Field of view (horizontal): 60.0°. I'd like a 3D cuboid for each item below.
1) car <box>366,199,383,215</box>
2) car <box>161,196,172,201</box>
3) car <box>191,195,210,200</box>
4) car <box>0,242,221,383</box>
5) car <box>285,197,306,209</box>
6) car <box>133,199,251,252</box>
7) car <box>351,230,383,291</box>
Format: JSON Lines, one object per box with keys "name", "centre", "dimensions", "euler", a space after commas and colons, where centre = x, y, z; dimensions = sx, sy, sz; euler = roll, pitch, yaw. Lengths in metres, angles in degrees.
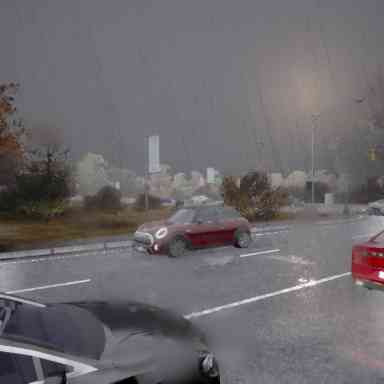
{"name": "car", "centre": [17.716, 1.306, 28.873], "dimensions": [1.812, 1.442, 4.674], "euler": [-1, 0, -39]}
{"name": "car", "centre": [-5.613, 1.347, 58.043], "dimensions": [2.033, 1.411, 5.357], "euler": [-1, 0, -38]}
{"name": "car", "centre": [1.589, 1.291, 54.609], "dimensions": [1.812, 1.442, 4.674], "euler": [-1, 1, -39]}
{"name": "car", "centre": [-1.961, 1.492, 2.332], "dimensions": [4.902, 1.511, 2.128], "euler": [0, 0, -35]}
{"name": "car", "centre": [11.912, 1.249, 41.711], "dimensions": [2.128, 1.511, 4.902], "euler": [-1, 0, -39]}
{"name": "car", "centre": [0.076, 1.331, 12.627], "dimensions": [4.553, 1.767, 2.097], "euler": [0, 0, -35]}
{"name": "car", "centre": [5.757, 1.445, 7.845], "dimensions": [5.008, 1.535, 1.882], "euler": [0, 0, -35]}
